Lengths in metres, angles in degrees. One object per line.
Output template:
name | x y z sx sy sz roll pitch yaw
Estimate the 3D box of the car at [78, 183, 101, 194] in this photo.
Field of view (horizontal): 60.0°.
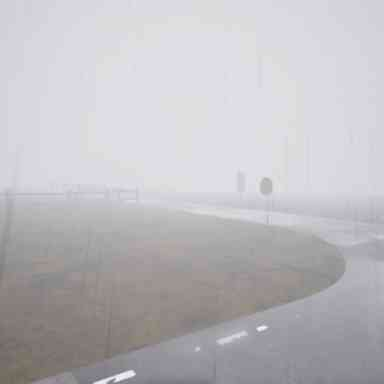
car | -13.676 -0.497 44.190 2.128 1.511 4.902 1 2 -35
